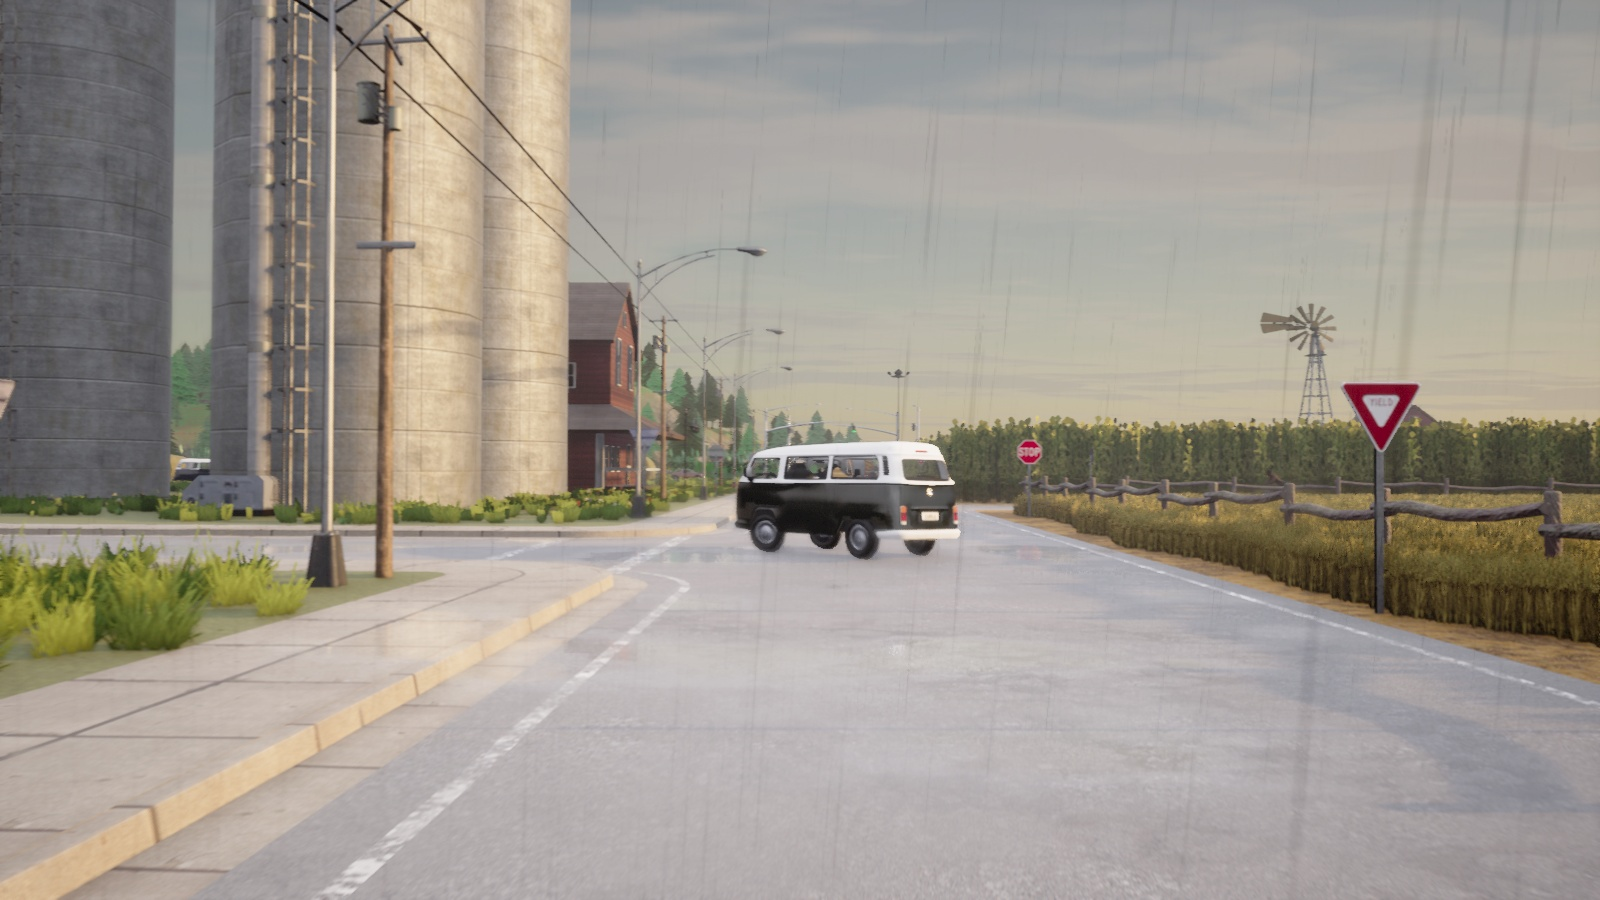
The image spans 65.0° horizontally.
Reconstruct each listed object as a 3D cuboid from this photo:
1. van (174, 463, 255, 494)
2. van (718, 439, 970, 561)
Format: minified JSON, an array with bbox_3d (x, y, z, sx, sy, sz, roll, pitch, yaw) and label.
[{"bbox_3d":[-39.606,1.931,85.008,4.480,2.038,2.069,0,-1,0],"label":"van"},{"bbox_3d":[0.726,0.885,23.190,2.069,2.038,4.480,2,-2,-43],"label":"van"}]
